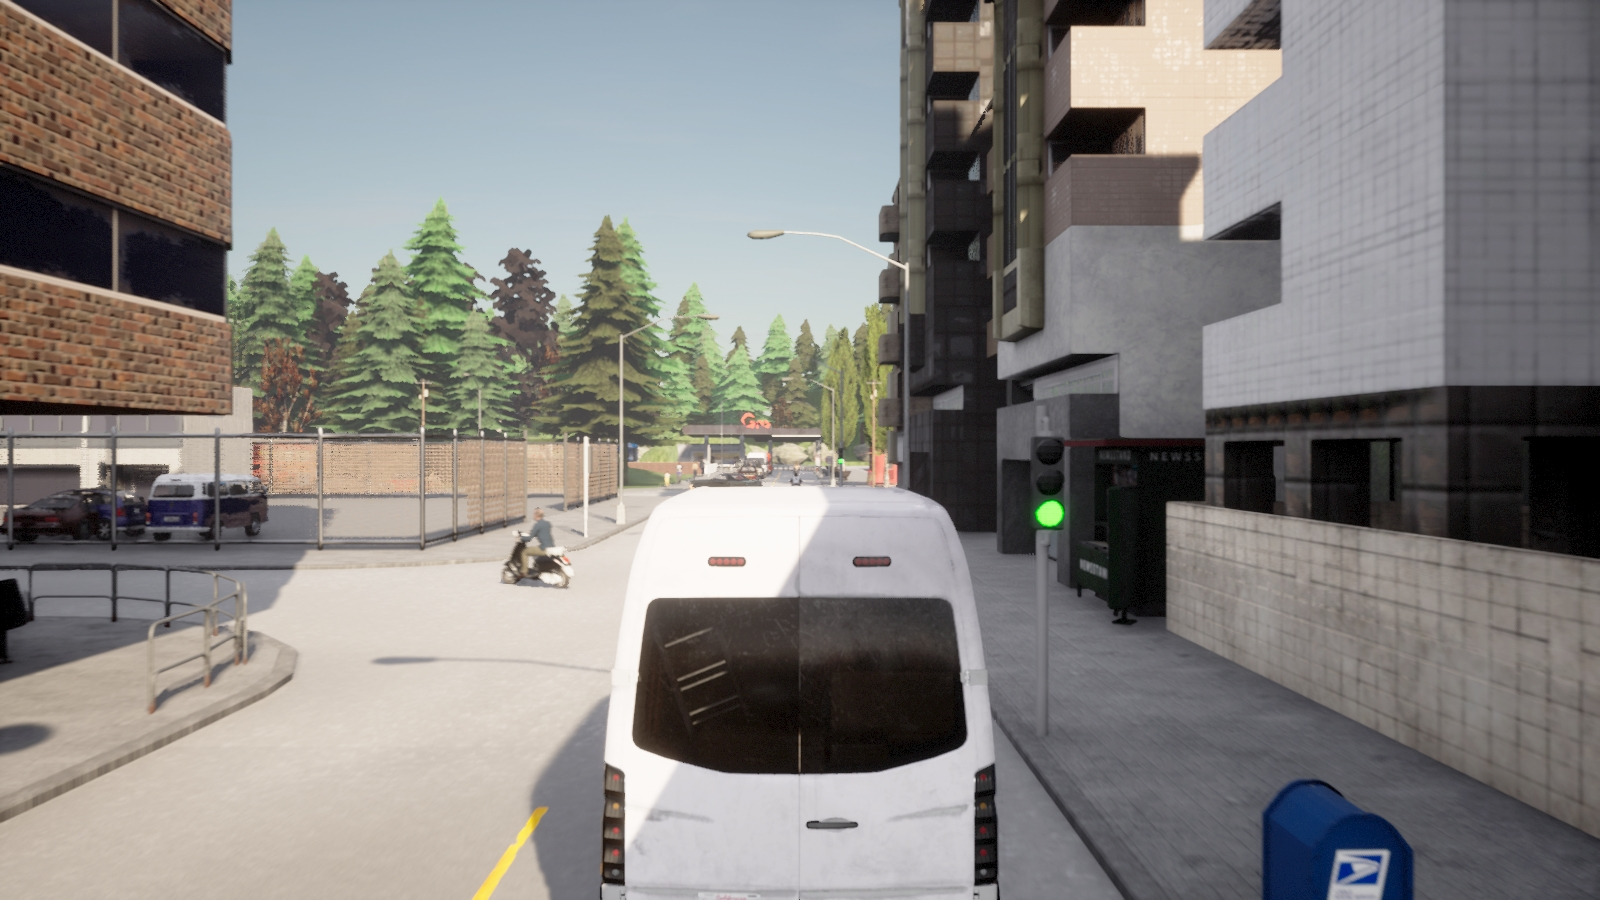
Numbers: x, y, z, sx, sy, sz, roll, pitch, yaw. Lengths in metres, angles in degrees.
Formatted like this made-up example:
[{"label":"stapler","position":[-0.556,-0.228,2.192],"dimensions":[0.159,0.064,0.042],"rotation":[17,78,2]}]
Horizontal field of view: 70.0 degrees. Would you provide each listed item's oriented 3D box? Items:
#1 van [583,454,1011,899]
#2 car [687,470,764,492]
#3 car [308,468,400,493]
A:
[{"label":"van","position":[-0.021,1.314,8.262],"dimensions":[1.988,2.561,5.915],"rotation":[0,0,0]},{"label":"car","position":[-4.747,1.938,72.474],"dimensions":[4.718,1.301,1.895],"rotation":[0,0,37]},{"label":"car","position":[-27.250,1.845,69.910],"dimensions":[4.792,1.488,2.163],"rotation":[0,0,0]}]
